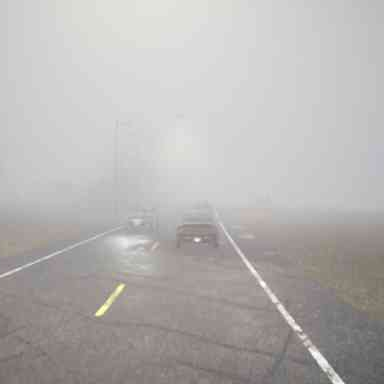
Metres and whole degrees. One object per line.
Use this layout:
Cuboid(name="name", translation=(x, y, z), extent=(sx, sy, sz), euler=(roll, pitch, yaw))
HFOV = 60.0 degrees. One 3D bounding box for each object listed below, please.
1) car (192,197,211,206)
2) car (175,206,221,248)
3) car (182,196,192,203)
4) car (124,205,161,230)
Cuboid(name="car", translation=(1.452, 1.695, 43.483), extent=(2.097, 1.767, 4.553), euler=(0, -1, 4))
Cuboid(name="car", translation=(0.264, 1.623, 15.507), extent=(1.837, 1.490, 4.892), euler=(0, 0, 1))
Cuboid(name="car", translation=(-0.684, 1.483, 63.009), extent=(2.097, 1.767, 4.553), euler=(0, -1, 5))
Cuboid(name="car", translation=(-3.227, 1.655, 22.459), extent=(2.128, 1.511, 4.902), euler=(0, 0, 2))
